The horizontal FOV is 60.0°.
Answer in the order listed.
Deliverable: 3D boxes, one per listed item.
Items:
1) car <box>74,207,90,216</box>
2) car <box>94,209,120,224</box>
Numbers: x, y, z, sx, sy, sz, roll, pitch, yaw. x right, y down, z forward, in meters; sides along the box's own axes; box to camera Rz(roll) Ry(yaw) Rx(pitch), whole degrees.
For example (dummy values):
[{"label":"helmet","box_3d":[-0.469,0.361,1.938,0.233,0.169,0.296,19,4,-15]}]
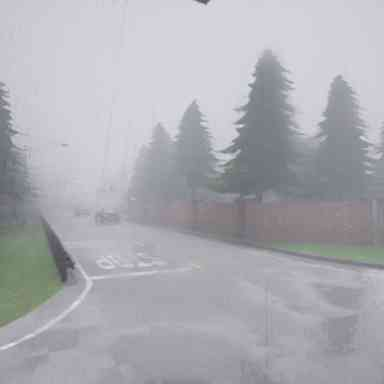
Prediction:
[{"label":"car","box_3d":[-17.291,3.035,52.418,1.812,1.442,4.674,1,-2,-25]},{"label":"car","box_3d":[-8.707,2.455,34.168,1.812,1.442,4.674,1,-2,-25]}]
